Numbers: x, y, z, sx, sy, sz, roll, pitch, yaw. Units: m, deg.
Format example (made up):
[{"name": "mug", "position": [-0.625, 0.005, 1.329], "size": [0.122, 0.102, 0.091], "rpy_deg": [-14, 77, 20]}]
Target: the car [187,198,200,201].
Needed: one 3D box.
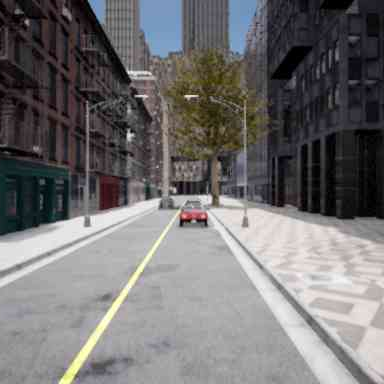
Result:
[{"name": "car", "position": [0.120, 1.406, 38.728], "size": [2.128, 1.511, 4.902], "rpy_deg": [0, 0, 0]}]

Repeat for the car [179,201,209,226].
[{"name": "car", "position": [0.110, 1.556, 23.018], "size": [1.895, 1.301, 4.718], "rpy_deg": [0, 0, 0]}]

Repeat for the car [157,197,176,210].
[{"name": "car", "position": [-3.062, 1.410, 40.777], "size": [1.837, 1.490, 4.892], "rpy_deg": [0, 0, 0]}]
